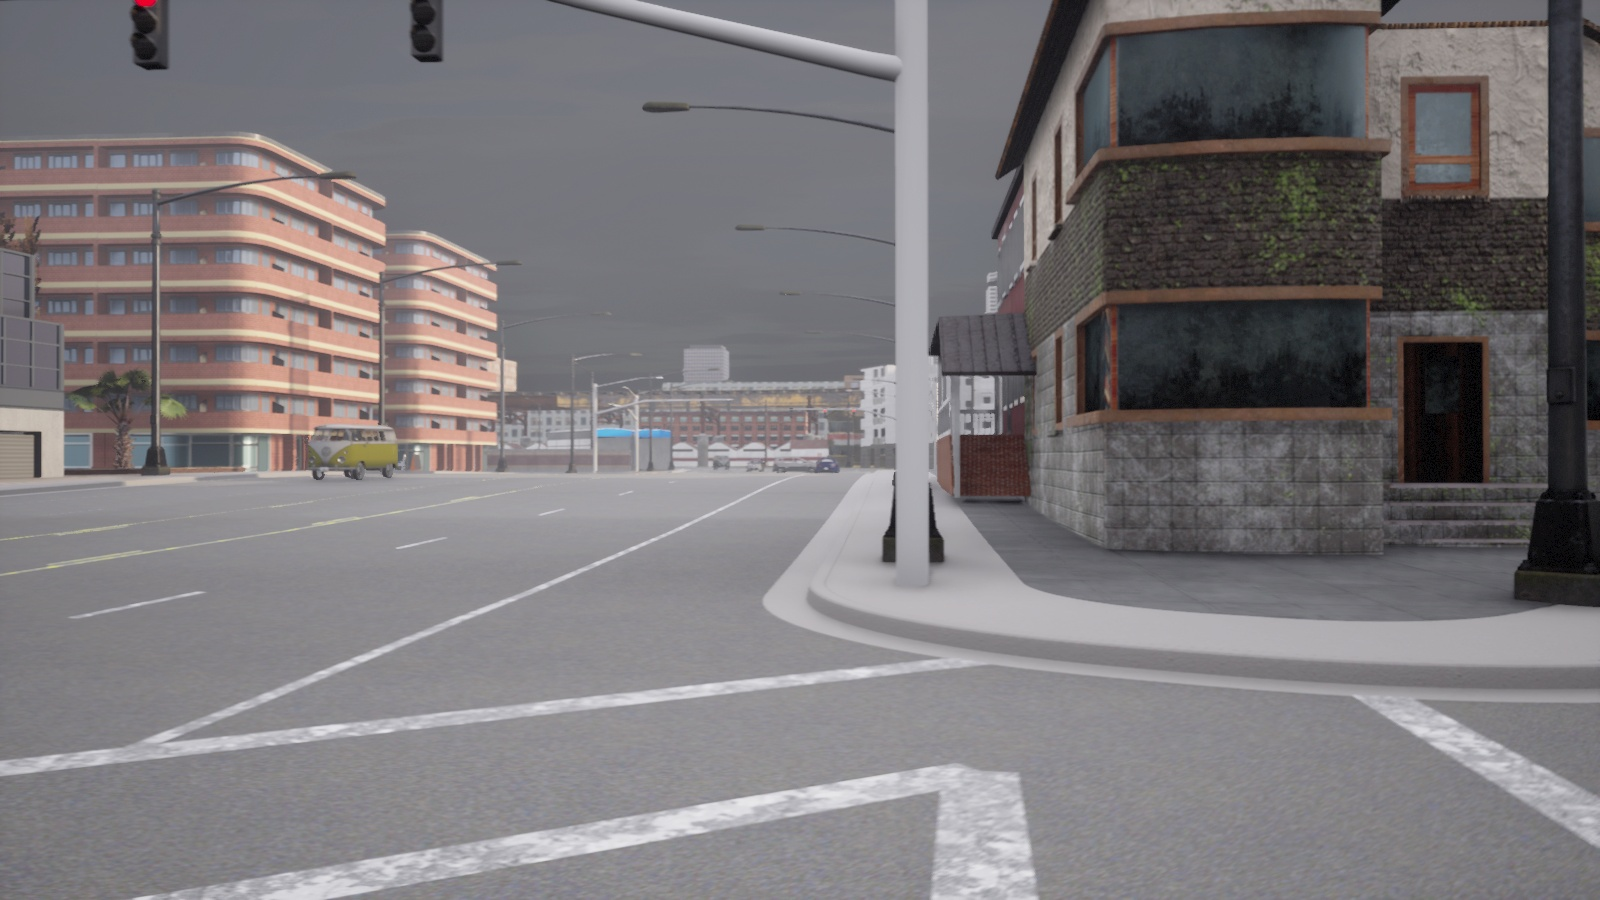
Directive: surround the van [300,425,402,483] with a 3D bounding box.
[{"bbox_3d":[-16.120,0.120,45.282,1.775,1.987,4.442,0,0,5],"label":"van"}]
